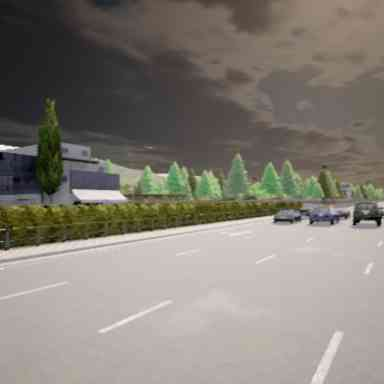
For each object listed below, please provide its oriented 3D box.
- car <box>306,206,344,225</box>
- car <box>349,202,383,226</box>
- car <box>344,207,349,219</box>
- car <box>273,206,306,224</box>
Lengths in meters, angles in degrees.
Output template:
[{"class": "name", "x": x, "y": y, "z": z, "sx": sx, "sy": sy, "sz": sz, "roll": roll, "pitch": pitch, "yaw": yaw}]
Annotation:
[{"class": "car", "x": 12.625, "y": 2.110, "z": 31.451, "sx": 2.097, "sy": 1.767, "sz": 4.553, "roll": -1, "pitch": -2, "yaw": 32}, {"class": "car", "x": 15.960, "y": 1.925, "z": 30.156, "sx": 2.150, "sy": 2.045, "sz": 5.566, "roll": -1, "pitch": -2, "yaw": 31}, {"class": "car", "x": 17.845, "y": 2.476, "z": 39.906, "sx": 1.812, "sy": 1.442, "sz": 4.674, "roll": -1, "pitch": -2, "yaw": 33}, {"class": "car", "x": 9.665, "y": 2.388, "z": 33.308, "sx": 1.994, "sy": 1.385, "sz": 4.181, "roll": -1, "pitch": -2, "yaw": 32}]
